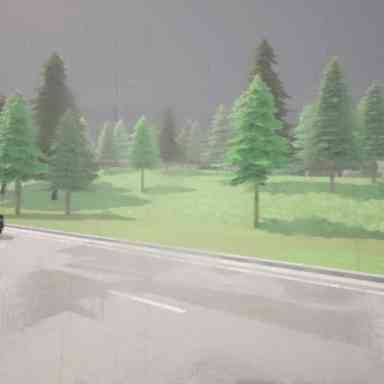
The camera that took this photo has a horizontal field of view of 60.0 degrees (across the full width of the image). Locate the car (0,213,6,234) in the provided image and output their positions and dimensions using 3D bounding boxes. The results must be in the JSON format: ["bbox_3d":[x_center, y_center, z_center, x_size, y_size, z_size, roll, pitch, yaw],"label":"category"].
[{"bbox_3d":[-10.850,1.283,16.021,4.892,1.490,1.837,1,1,35],"label":"car"}]
